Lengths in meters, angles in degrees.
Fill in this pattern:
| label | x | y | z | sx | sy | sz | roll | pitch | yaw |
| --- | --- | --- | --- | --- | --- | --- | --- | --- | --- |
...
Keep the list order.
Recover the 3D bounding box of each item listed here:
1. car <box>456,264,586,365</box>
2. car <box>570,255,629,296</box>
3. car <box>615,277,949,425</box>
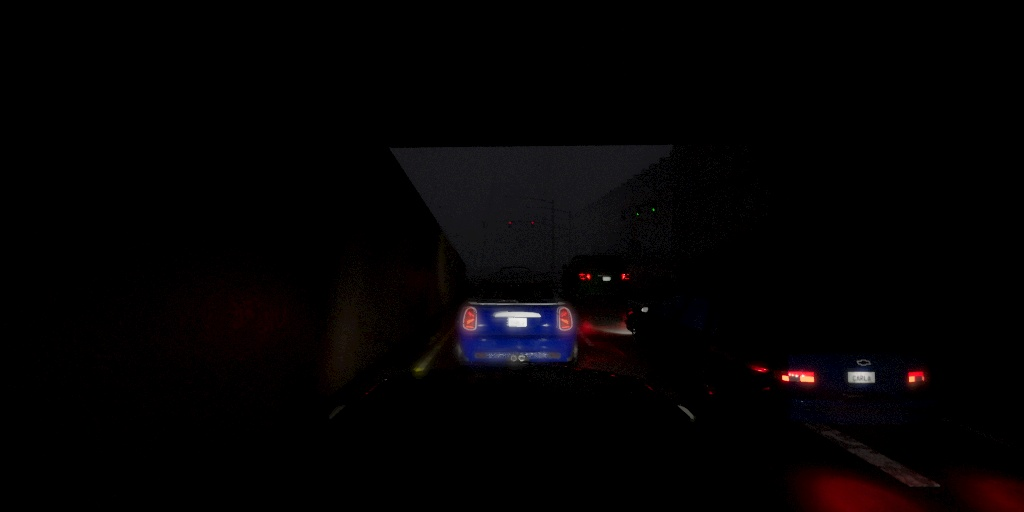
| label | x | y | z | sx | sy | sz | roll | pitch | yaw |
| --- | --- | --- | --- | --- | --- | --- | --- | --- | --- |
| car | 0.107 | 1.102 | 7.979 | 2.097 | 1.767 | 4.553 | 0 | 0 | 0 |
| car | 3.646 | 0.971 | 16.454 | 2.150 | 2.045 | 5.566 | 0 | 0 | 0 |
| car | 3.611 | 1.297 | 6.208 | 2.033 | 1.411 | 5.357 | 0 | 0 | 0 |
